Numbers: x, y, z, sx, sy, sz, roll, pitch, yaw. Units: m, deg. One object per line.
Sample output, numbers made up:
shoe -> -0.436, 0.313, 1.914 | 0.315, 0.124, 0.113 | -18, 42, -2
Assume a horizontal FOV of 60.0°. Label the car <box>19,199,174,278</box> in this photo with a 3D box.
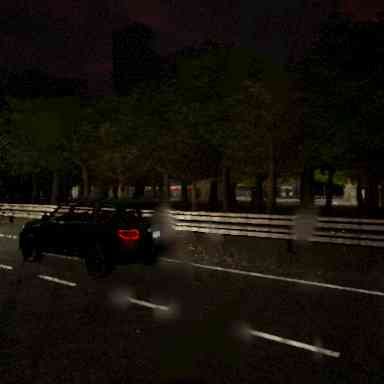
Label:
car -> -3.113, 1.225, 10.387 | 5.566, 2.045, 2.150 | 0, 0, 36
